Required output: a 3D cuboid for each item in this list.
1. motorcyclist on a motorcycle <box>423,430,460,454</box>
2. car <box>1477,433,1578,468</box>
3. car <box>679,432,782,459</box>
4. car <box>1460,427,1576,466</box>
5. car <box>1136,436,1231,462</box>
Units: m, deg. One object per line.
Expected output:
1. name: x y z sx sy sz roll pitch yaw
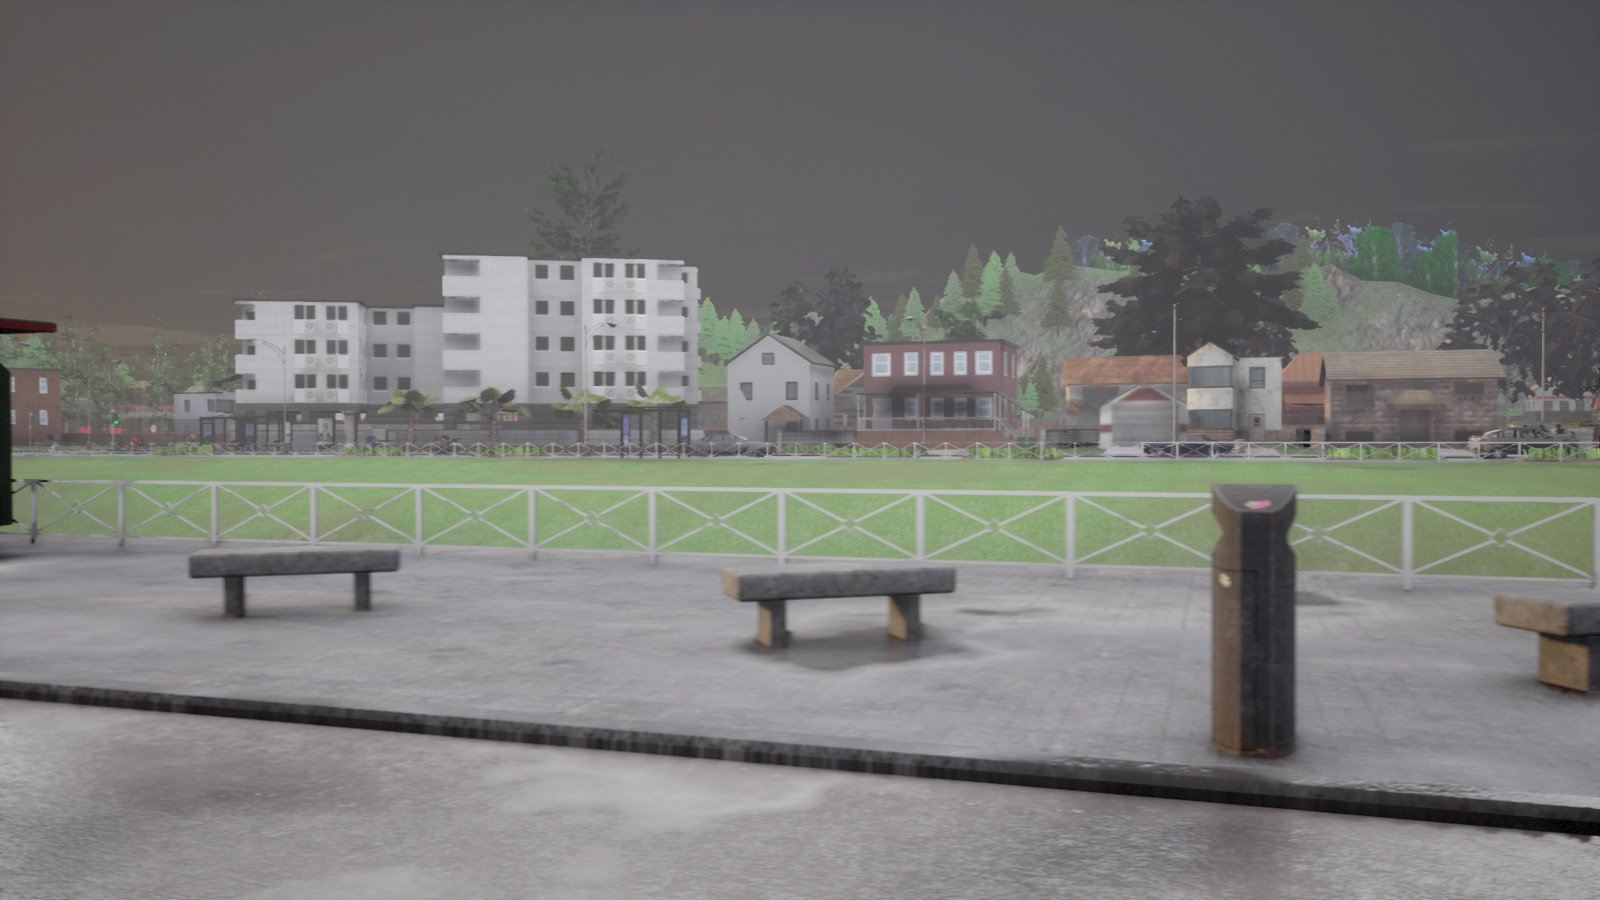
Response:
1. motorcyclist on a motorcycle: -23.057 -0.519 80.798 2.191 1.530 0.866 1 1 19
2. car: 33.306 0.008 57.600 3.705 1.549 1.789 0 1 19
3. car: -3.862 -0.263 70.115 5.357 1.411 2.033 1 1 19
4. car: 34.966 -0.206 61.260 4.605 1.855 1.932 1 1 19
5. car: 20.237 -0.057 66.222 4.718 1.301 1.895 1 1 19
